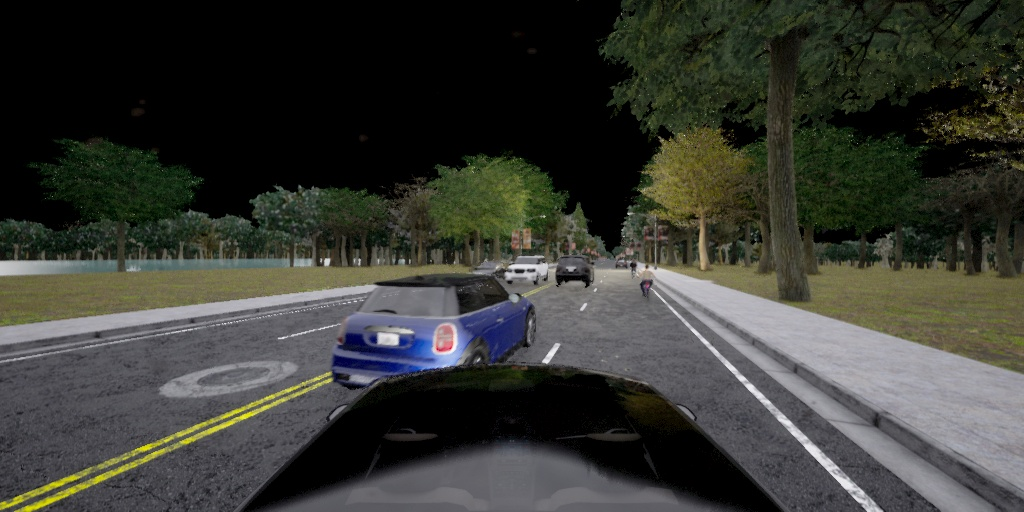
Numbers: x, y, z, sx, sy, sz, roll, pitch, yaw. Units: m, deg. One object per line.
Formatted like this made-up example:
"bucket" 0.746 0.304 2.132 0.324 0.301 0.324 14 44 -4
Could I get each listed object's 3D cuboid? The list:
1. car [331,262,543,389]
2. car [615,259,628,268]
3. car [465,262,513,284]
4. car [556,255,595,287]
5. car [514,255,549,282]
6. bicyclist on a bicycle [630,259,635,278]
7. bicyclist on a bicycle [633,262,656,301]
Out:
"car" -0.992 1.102 6.694 2.097 1.767 4.553 0 0 17
"car" 18.302 1.321 59.987 1.812 1.442 4.674 0 0 16
"car" -1.657 1.242 27.854 2.128 1.511 4.902 0 0 17
"car" 4.454 0.979 24.913 2.150 2.045 5.566 0 0 17
"car" 1.237 0.975 26.184 2.150 2.045 5.566 0 0 17
"bicyclist on a bicycle" 10.460 1.135 30.906 0.659 1.776 1.843 0 0 17
"bicyclist on a bicycle" 6.162 1.196 16.421 0.866 1.612 1.509 0 0 16
